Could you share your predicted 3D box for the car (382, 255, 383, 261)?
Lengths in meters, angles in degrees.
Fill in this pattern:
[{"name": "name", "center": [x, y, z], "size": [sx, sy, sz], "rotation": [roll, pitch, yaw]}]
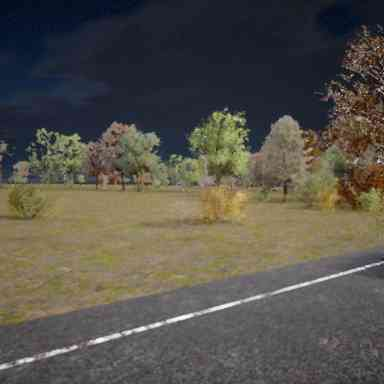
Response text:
[{"name": "car", "center": [7.278, 1.551, 9.340], "size": [4.718, 1.301, 1.895], "rotation": [0, 0, -37]}]
